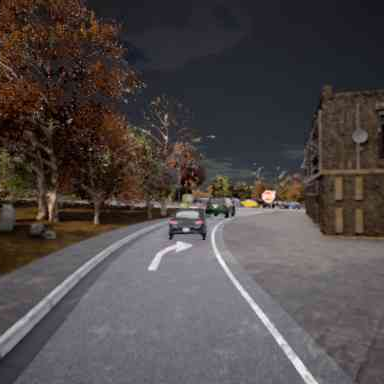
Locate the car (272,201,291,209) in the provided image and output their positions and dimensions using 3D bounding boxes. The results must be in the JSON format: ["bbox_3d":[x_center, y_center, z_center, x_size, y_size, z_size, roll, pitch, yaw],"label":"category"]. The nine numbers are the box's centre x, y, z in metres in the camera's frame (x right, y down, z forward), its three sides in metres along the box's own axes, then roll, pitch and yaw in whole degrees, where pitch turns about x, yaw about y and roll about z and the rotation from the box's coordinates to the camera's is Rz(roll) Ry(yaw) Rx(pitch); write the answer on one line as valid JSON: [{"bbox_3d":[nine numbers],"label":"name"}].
[{"bbox_3d":[20.721,2.945,76.915,2.097,1.535,5.008,2,-1,-13],"label":"car"}]

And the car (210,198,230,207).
[{"bbox_3d":[4.961,1.852,59.763,2.163,1.488,4.792,4,-1,-13],"label":"car"}]

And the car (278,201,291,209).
[{"bbox_3d":[15.799,2.487,62.301,2.231,1.521,4.892,3,-1,-13],"label":"car"}]

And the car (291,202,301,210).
[{"bbox_3d":[18.503,2.657,62.920,2.163,1.488,4.792,3,-1,-13],"label":"car"}]

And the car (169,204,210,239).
[{"bbox_3d":[-0.116,1.588,17.534,1.812,1.442,4.674,0,-1,4],"label":"car"}]

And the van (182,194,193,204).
[{"bbox_3d":[-0.798,1.491,71.680,1.878,1.987,4.442,4,0,-14],"label":"van"}]

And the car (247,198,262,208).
[{"bbox_3d":[10.375,2.171,61.014,2.097,1.535,5.008,3,-1,-13],"label":"car"}]

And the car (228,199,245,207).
[{"bbox_3d":[9.956,2.404,74.554,1.946,1.575,5.366,3,-1,-13],"label":"car"}]

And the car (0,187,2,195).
[{"bbox_3d":[-37.705,-0.229,62.546,1.946,1.575,5.366,4,-1,-13],"label":"car"}]

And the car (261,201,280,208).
[{"bbox_3d":[18.009,2.824,76.271,2.097,1.535,5.008,3,-1,-13],"label":"car"}]

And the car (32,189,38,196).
[{"bbox_3d":[-29.805,0.236,64.653,2.185,1.767,4.553,4,-1,-13],"label":"car"}]

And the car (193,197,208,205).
[{"bbox_3d":[1.752,1.926,72.417,2.002,1.452,4.674,4,-1,-13],"label":"car"}]

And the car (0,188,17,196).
[{"bbox_3d":[-35.063,0.014,63.364,2.002,1.452,4.674,4,-1,-13],"label":"car"}]

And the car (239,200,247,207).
[{"bbox_3d":[7.675,1.875,60.411,2.185,1.767,4.553,4,-1,-13],"label":"car"}]

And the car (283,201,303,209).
[{"bbox_3d":[23.558,3.064,77.589,2.231,1.521,4.892,2,-1,-13],"label":"car"}]

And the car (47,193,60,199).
[{"bbox_3d":[-27.116,0.559,65.256,2.097,1.535,5.008,4,-1,-13],"label":"car"}]

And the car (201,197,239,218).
[{"bbox_3d":[2.941,1.514,33.317,2.150,2.045,5.566,0,-1,17],"label":"car"}]

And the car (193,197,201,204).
[{"bbox_3d":[2.272,1.673,59.064,2.163,1.488,4.792,4,-1,-13],"label":"car"}]

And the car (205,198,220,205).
[{"bbox_3d":[4.456,2.104,73.059,2.002,1.452,4.674,4,-1,-13],"label":"car"}]

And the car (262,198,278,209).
[{"bbox_3d":[13.094,2.082,61.696,2.435,2.045,5.566,3,-1,-13],"label":"car"}]

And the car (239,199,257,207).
[{"bbox_3d":[12.672,2.557,75.199,1.946,1.575,5.366,3,-1,-13],"label":"car"}]

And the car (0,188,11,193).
[{"bbox_3d":[-29.343,0.095,51.290,2.097,1.535,5.008,4,-1,-13],"label":"car"}]
